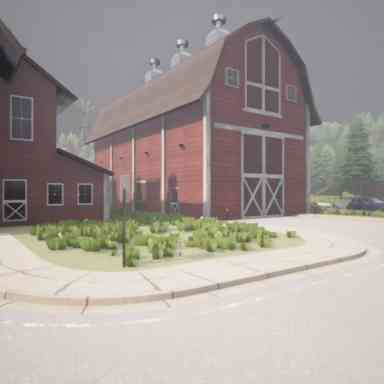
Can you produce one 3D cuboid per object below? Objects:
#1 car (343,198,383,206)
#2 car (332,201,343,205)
[{"bbox_3d":[19.009,1.391,35.344,2.097,1.767,4.553,0,0,-34],"label":"car"},{"bbox_3d":[19.573,1.568,41.054,1.812,1.442,4.674,0,0,-35],"label":"car"}]
